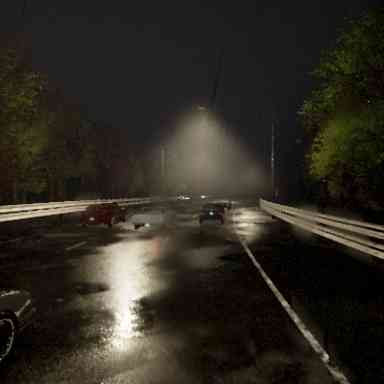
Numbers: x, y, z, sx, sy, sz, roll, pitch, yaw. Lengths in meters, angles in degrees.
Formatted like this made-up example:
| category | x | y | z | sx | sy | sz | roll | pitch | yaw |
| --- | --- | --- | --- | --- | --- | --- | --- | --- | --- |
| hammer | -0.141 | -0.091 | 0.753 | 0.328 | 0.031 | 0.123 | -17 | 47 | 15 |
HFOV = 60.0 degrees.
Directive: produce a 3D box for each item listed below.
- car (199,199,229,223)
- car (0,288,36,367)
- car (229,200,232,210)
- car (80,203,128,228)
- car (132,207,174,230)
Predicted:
| category | x | y | z | sx | sy | sz | roll | pitch | yaw |
| --- | --- | --- | --- | --- | --- | --- | --- | --- | --- |
| car | 1.606 | 1.552 | 25.573 | 2.033 | 1.411 | 5.357 | 0 | 0 | 6 |
| car | -3.343 | 1.543 | 2.627 | 2.033 | 1.411 | 5.357 | 0 | 0 | 1 |
| car | 4.133 | 1.614 | 42.890 | 1.895 | 1.301 | 4.718 | 0 | 0 | 10 |
| car | -5.752 | 1.456 | 22.316 | 1.882 | 1.535 | 5.008 | 0 | 0 | 5 |
| car | -2.348 | 1.592 | 21.287 | 1.895 | 1.301 | 4.718 | 0 | 0 | 5 |
